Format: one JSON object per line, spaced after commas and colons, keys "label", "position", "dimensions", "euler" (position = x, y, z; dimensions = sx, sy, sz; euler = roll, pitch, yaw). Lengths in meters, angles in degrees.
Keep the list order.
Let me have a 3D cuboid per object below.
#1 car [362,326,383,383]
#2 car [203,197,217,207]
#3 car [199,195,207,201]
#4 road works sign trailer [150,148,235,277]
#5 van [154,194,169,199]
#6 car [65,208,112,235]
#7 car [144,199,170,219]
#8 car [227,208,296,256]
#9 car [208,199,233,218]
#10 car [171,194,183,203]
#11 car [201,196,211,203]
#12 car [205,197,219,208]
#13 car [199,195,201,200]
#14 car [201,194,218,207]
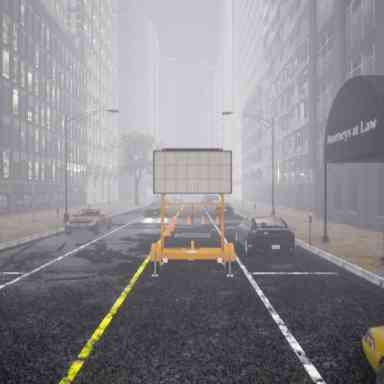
{"label": "car", "position": [2.687, 1.525, 1.711], "dimensions": [1.752, 1.417, 4.829], "euler": [0, 0, 0]}
{"label": "car", "position": [2.799, 1.519, 52.822], "dimensions": [1.887, 1.381, 4.507], "euler": [0, 0, 0]}
{"label": "car", "position": [2.874, 1.459, 87.183], "dimensions": [1.752, 1.417, 4.829], "euler": [0, 0, 0]}
{"label": "road works sign trailer", "position": [0.019, 0.462, 10.228], "dimensions": [2.380, 3.560, 2.880], "euler": [0, 0, 0]}
{"label": "van", "position": [-5.571, 1.310, 58.544], "dimensions": [1.690, 1.788, 3.998], "euler": [0, 0, 0]}
{"label": "car", "position": [-5.656, 1.577, 18.658], "dimensions": [1.802, 1.307, 4.206], "euler": [0, 0, 0]}
{"label": "car", "position": [-3.037, 1.555, 29.371], "dimensions": [1.994, 1.385, 4.181], "euler": [0, 0, 0]}
{"label": "car", "position": [2.712, 1.548, 12.935], "dimensions": [2.008, 1.369, 4.403], "euler": [0, 0, 0]}
{"label": "car", "position": [2.749, 1.557, 30.030], "dimensions": [1.947, 1.339, 4.313], "euler": [0, 0, 0]}
{"label": "car", "position": [-2.850, 1.510, 69.800], "dimensions": [1.994, 1.385, 4.181], "euler": [0, 0, 0]}
{"label": "car", "position": [2.836, 1.502, 69.917], "dimensions": [1.887, 1.381, 4.507], "euler": [0, 0, 0]}
{"label": "car", "position": [2.762, 1.533, 35.728], "dimensions": [1.887, 1.381, 4.507], "euler": [0, 0, 0]}
{"label": "car", "position": [2.810, 1.284, 58.521], "dimensions": [2.192, 1.841, 5.009], "euler": [0, 0, 0]}
{"label": "car", "position": [2.785, 1.295, 47.124], "dimensions": [2.192, 1.841, 5.009], "euler": [0, 0, 0]}
